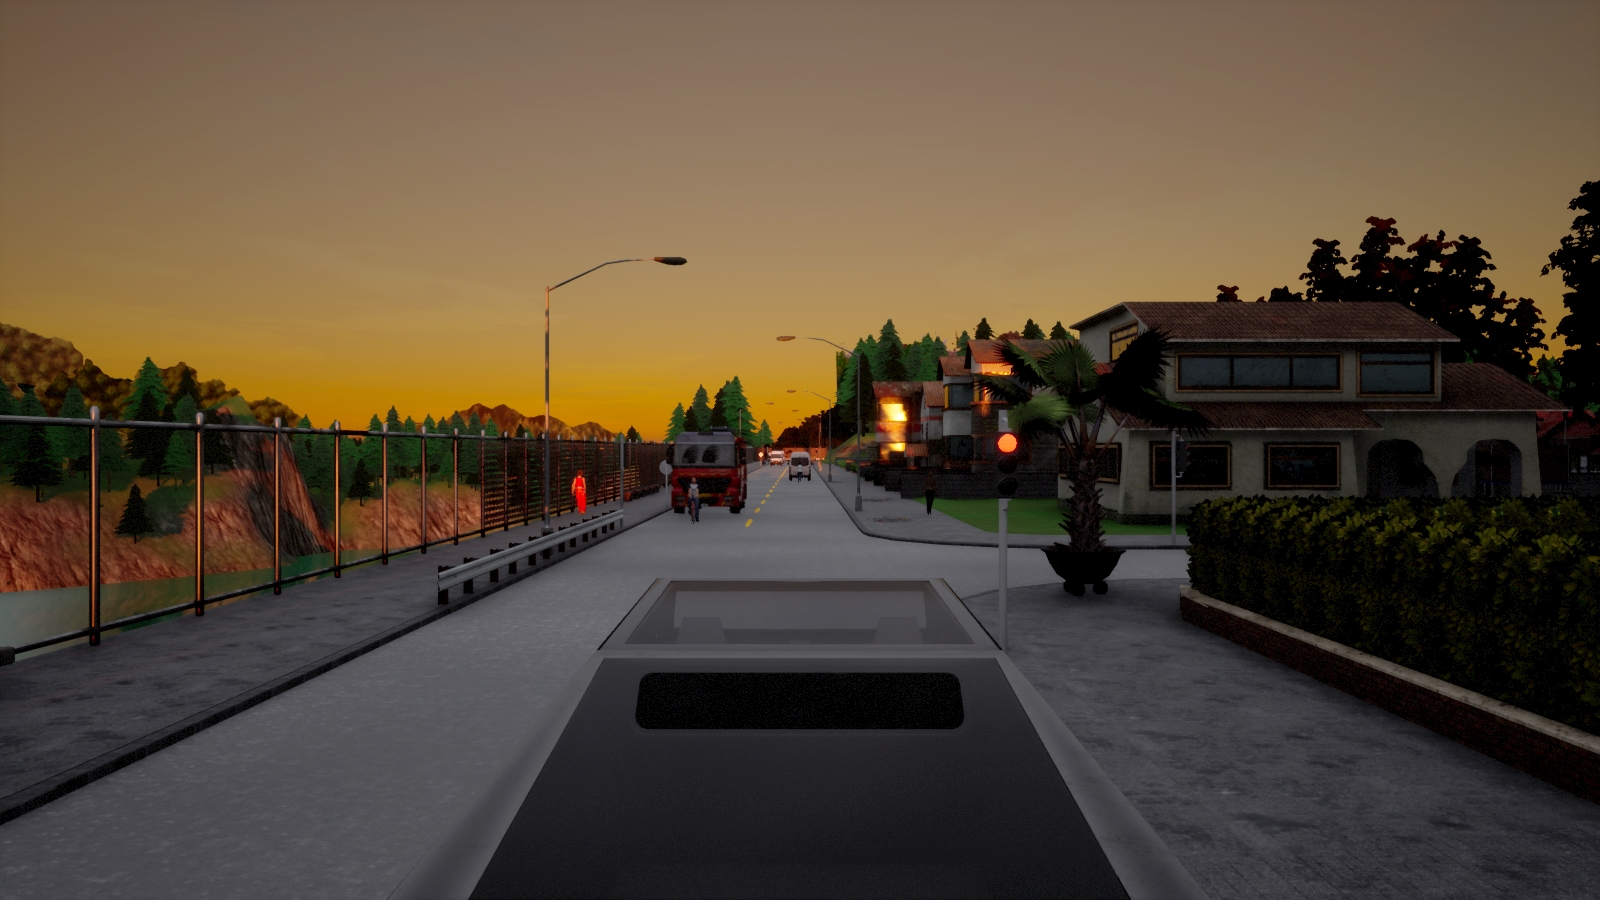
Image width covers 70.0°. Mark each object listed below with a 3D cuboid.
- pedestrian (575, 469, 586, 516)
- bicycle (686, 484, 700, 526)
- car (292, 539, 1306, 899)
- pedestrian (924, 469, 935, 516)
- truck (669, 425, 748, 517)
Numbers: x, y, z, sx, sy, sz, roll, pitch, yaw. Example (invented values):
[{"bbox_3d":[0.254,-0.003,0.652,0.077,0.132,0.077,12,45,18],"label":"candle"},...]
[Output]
[{"bbox_3d":[-8.948,1.727,46.526,0.375,1.860,0.375,0,0,-2],"label":"pedestrian"},{"bbox_3d":[-3.999,2.040,42.936,0.373,1.496,1.643,0,1,0],"label":"bicycle"},{"bbox_3d":[-0.001,1.751,5.830,2.390,2.098,6.274,0,0,0],"label":"car"},{"bbox_3d":[5.253,1.718,46.343,0.375,1.860,0.375,0,0,-4],"label":"pedestrian"},{"bbox_3d":[-3.998,0.872,51.568,2.891,3.827,8.468,0,0,0],"label":"truck"}]
